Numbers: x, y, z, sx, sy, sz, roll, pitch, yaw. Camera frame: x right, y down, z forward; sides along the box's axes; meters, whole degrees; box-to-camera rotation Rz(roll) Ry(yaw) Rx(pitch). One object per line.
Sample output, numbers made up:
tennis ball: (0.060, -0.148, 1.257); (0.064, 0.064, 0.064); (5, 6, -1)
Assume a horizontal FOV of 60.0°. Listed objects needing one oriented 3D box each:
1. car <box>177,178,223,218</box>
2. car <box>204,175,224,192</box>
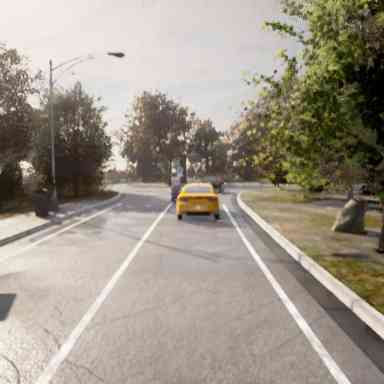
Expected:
car: (0.334, 0.311, 16.350); (1.882, 1.535, 5.008); (0, 4, 2)
car: (2.006, -0.838, 32.780); (2.097, 1.767, 4.553); (0, 3, 10)
